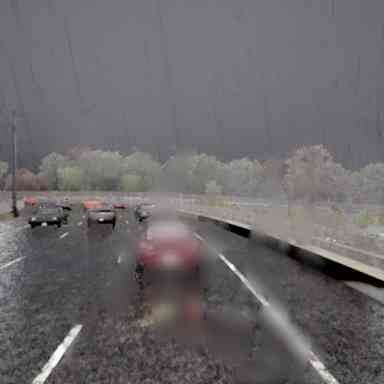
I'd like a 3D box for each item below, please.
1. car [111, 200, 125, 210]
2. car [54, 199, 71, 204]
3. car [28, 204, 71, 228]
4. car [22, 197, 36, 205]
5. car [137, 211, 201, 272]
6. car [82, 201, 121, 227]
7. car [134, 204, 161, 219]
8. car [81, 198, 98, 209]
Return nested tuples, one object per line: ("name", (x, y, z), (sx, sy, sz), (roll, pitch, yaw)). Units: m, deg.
("car", (-11.090, 1.810, 47.833), (1.994, 1.385, 4.181), (0, 0, -27))
("car", (-17.508, 1.748, 45.095), (2.128, 1.511, 4.902), (0, 0, -26))
("car", (-9.753, 1.734, 23.024), (1.895, 1.301, 4.718), (0, 0, -13))
("car", (-35.041, 1.782, 71.117), (2.097, 1.767, 4.553), (0, 0, -43))
("car", (-0.790, 1.577, 10.876), (1.812, 1.442, 4.674), (0, 0, -6))
("car", (-6.393, 1.617, 23.893), (2.128, 1.511, 4.902), (0, 0, -13))
("car", (-3.793, 1.685, 28.268), (2.033, 1.411, 5.357), (0, 0, -15))
("car", (-13.805, 1.598, 45.396), (2.097, 1.767, 4.553), (0, 0, -25))
